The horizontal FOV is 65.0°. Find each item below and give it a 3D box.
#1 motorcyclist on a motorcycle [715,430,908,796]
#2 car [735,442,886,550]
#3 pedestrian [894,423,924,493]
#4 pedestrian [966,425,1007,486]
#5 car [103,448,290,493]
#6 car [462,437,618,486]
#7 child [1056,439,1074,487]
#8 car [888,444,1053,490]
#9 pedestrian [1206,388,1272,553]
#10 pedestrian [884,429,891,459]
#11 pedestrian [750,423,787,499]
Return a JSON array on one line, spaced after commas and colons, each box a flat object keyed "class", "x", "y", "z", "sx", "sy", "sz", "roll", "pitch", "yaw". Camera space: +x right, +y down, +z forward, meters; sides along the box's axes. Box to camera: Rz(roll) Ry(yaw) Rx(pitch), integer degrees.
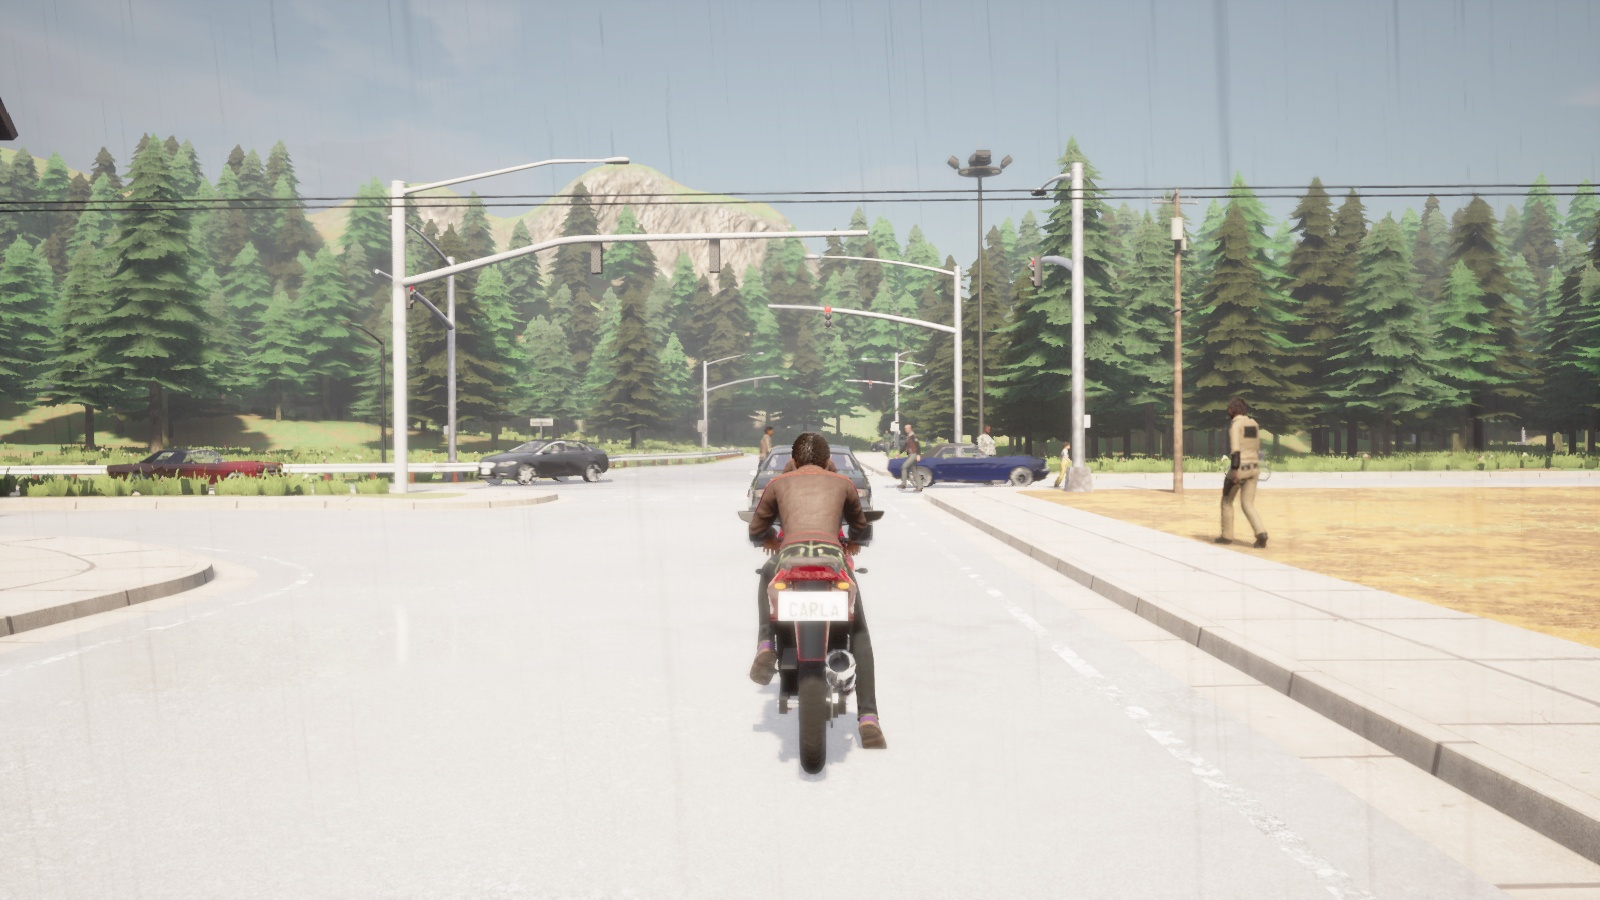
[{"class": "motorcyclist on a motorcycle", "x": 0.057, "y": 0.671, "z": 6.254, "sx": 0.797, "sy": 1.523, "sz": 2.044, "roll": 0, "pitch": 1, "yaw": 0}, {"class": "car", "x": 0.165, "y": 0.601, "z": 19.547, "sx": 2.033, "sy": 1.411, "sz": 5.357, "roll": 0, "pitch": 1, "yaw": 1}, {"class": "pedestrian", "x": 2.880, "y": 0.205, "z": 33.141, "sx": 0.720, "sy": 1.854, "sz": 0.376, "roll": 0, "pitch": 1, "yaw": -11}, {"class": "pedestrian", "x": 5.745, "y": 0.162, "z": 38.668, "sx": 0.874, "sy": 1.855, "sz": 0.900, "roll": -1, "pitch": 1, "yaw": -36}, {"class": "car", "x": -18.043, "y": 0.596, "z": 37.681, "sx": 4.718, "sy": 1.301, "sz": 1.895, "roll": 0, "pitch": 1, "yaw": 1}, {"class": "car", "x": -8.660, "y": 0.347, "z": 42.245, "sx": 2.128, "sy": 1.511, "sz": 4.902, "roll": 1, "pitch": 1, "yaw": 39}, {"class": "child", "x": 7.043, "y": 0.339, "z": 33.402, "sx": 0.437, "sy": 1.263, "sz": 0.270, "roll": 0, "pitch": 1, "yaw": 16}, {"class": "car", "x": 5.078, "y": 0.479, "z": 37.154, "sx": 4.718, "sy": 1.301, "sz": 1.895, "roll": 0, "pitch": 1, "yaw": 12}, {"class": "pedestrian", "x": 5.269, "y": 0.235, "z": 15.103, "sx": 0.396, "sy": 1.930, "sz": 0.692, "roll": 0, "pitch": 1, "yaw": -21}, {"class": "pedestrian", "x": 5.268, "y": -0.359, "z": 75.533, "sx": 0.353, "sy": 1.847, "sz": 0.614, "roll": 0, "pitch": 1, "yaw": 10}, {"class": "pedestrian", "x": -0.750, "y": 0.260, "z": 30.079, "sx": 0.869, "sy": 1.805, "sz": 0.328, "roll": 0, "pitch": 1, "yaw": -2}]
